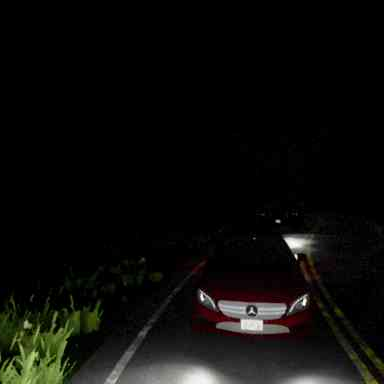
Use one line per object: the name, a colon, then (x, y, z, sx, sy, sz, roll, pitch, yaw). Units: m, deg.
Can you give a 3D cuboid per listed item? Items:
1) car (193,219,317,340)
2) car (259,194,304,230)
car: (1.232, 1.531, 6.779, 1.812, 1.442, 4.674, -1, 0, 11)
car: (5.624, 1.196, 20.417, 2.150, 2.045, 5.566, -2, 0, 22)
